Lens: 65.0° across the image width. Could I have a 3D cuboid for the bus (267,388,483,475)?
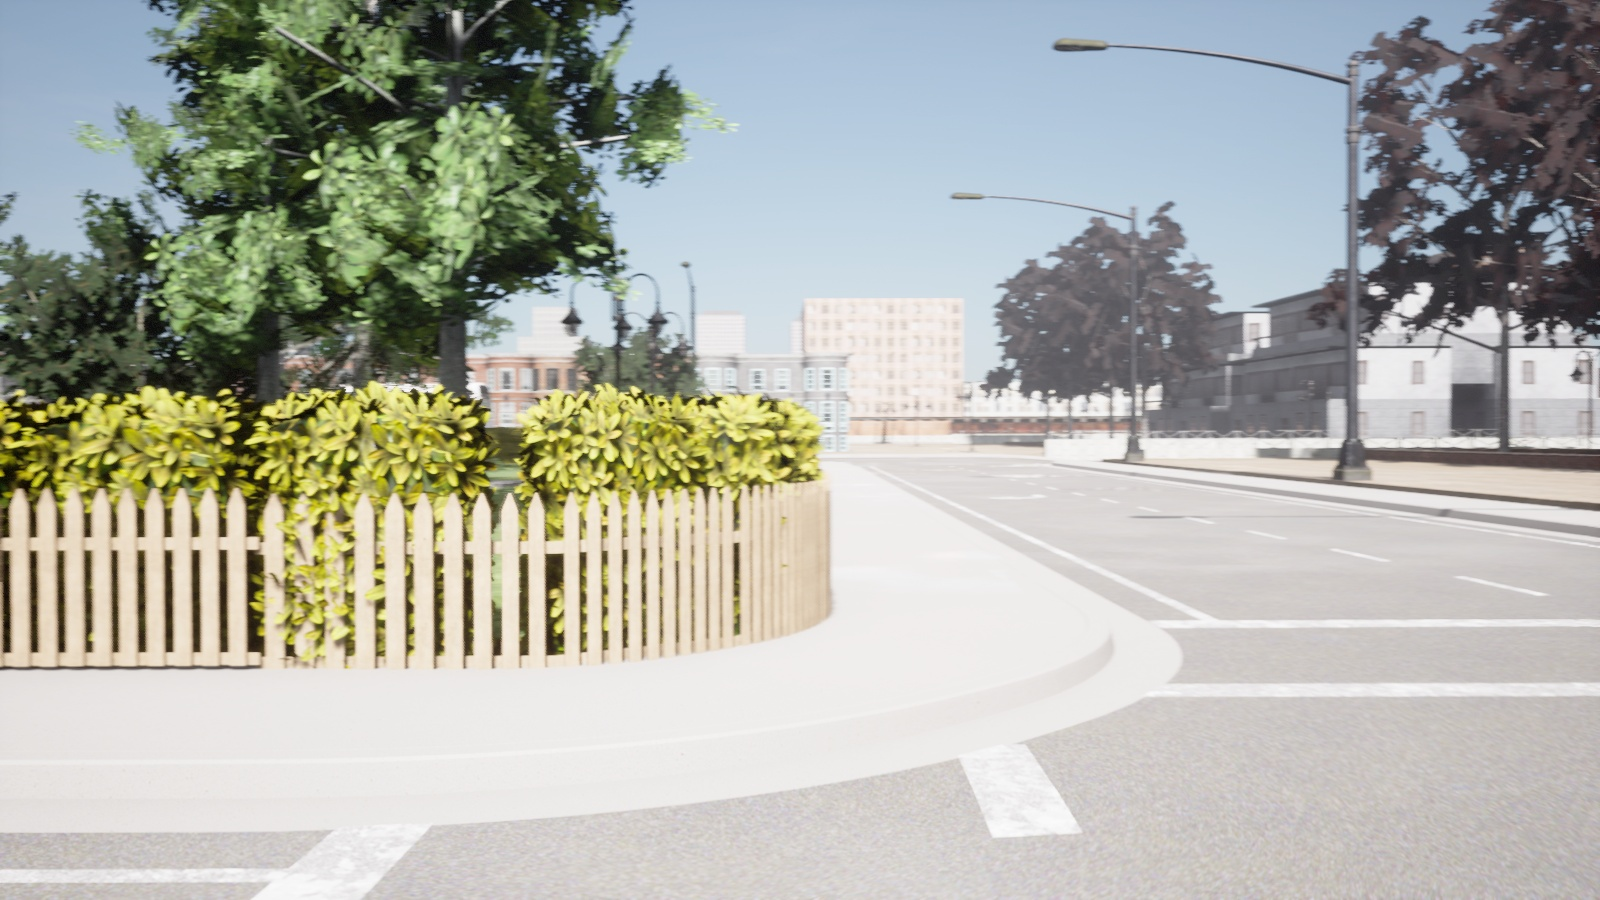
[{"bbox_3d":[-22.949,-1.011,68.301,10.273,4.253,3.944,-2,1,-1],"label":"bus"}]
